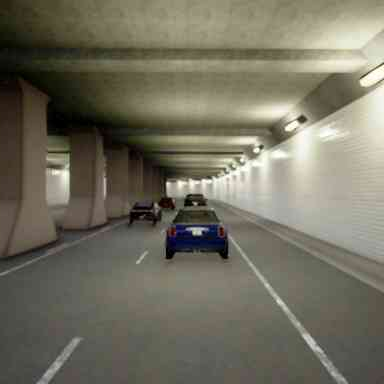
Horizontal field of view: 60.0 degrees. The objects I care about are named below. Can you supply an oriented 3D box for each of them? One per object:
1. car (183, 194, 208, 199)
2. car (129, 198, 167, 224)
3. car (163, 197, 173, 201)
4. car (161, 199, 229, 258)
[{"bbox_3d":[0.313,1.159,31.550,2.150,2.045,5.566,0,0,0],"label":"car"},{"bbox_3d":[-3.242,1.431,23.954,2.128,1.511,4.902,0,0,0],"label":"car"},{"bbox_3d":[-3.112,1.381,42.239,1.882,1.535,5.008,0,0,0],"label":"car"},{"bbox_3d":[0.179,1.327,12.772,2.097,1.767,4.553,0,0,0],"label":"car"}]
